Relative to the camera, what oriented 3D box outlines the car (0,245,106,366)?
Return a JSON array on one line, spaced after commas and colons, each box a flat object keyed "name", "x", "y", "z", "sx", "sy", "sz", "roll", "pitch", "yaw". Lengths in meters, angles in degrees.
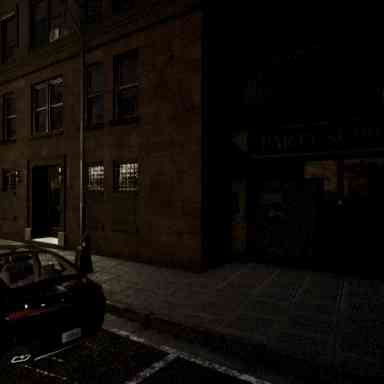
[{"name": "car", "x": -3.274, "y": 1.551, "z": 5.434, "sx": 4.403, "sy": 1.369, "sz": 2.008, "roll": 0, "pitch": 0, "yaw": 36}]
